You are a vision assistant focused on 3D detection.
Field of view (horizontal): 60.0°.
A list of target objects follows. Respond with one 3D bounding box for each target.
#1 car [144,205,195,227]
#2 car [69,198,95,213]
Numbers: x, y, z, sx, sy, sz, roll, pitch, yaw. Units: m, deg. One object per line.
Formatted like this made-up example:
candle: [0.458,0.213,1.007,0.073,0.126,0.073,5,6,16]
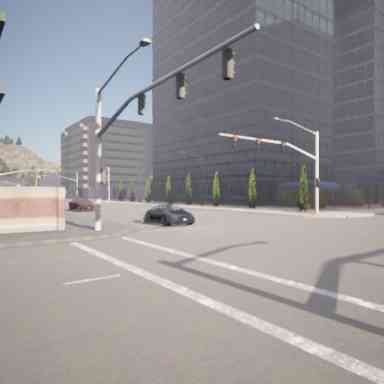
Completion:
car: [-1.604,1.559,22.656,1.994,1.385,4.181,0,0,-36]
car: [-12.522,1.472,37.837,1.882,1.535,5.008,0,0,-36]
